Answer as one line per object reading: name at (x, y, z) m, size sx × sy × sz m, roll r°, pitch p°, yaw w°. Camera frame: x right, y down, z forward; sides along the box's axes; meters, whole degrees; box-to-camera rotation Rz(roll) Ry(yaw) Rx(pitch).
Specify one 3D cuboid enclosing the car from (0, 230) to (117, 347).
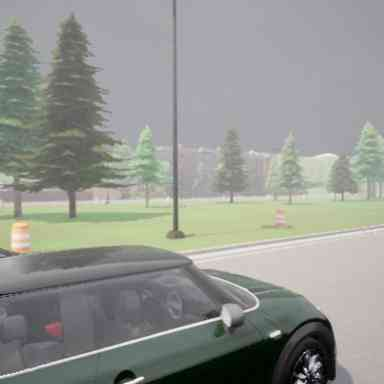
car at (-3.608, 1.563, 5.472) m, size 4.181 × 1.385 × 1.994 m, roll -1°, pitch 0°, yaw -36°

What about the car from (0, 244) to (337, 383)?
car at (-0.579, 1.342, 3.334) m, size 4.553 × 1.767 × 2.097 m, roll -1°, pitch 0°, yaw -35°
